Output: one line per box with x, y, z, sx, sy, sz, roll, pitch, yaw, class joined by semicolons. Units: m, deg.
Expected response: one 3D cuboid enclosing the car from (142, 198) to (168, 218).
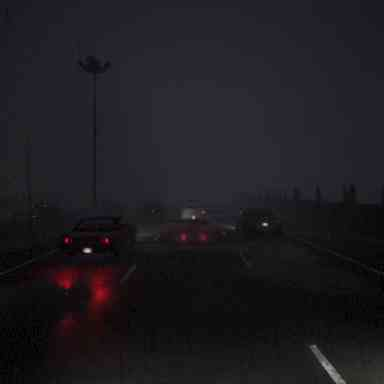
-3.384;1.526;31.182;1.882;1.535;5.008;0;0;0;car

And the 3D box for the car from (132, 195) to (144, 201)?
-10.469;1.222;64.649;2.097;1.767;4.553;0;0;0;car

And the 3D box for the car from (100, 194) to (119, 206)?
-13.977;1.347;57.040;2.150;2.045;5.566;0;0;0;car

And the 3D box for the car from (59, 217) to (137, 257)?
-3.394;1.612;13.024;1.895;1.301;4.718;0;0;0;car

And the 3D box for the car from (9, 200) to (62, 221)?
-10.585;1.519;22.845;2.128;1.511;4.902;0;0;0;car

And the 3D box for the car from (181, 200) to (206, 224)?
0.117;1.559;25.321;1.812;1.442;4.674;0;-1;0;car

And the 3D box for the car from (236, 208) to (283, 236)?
3.609;1.584;18.419;1.994;1.385;4.181;0;0;0;car
